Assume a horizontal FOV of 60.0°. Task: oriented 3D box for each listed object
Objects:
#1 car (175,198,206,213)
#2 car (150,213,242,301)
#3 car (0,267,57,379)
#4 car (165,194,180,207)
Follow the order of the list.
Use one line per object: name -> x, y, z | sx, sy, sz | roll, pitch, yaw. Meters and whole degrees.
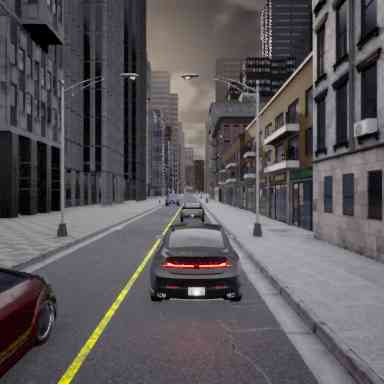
car -> 0.047, 1.509, 26.311 | 2.128, 1.511, 4.902 | 0, 0, 0
car -> 0.085, 1.507, 8.292 | 1.837, 1.490, 4.892 | 0, 0, 0
car -> -3.107, 1.564, 3.557 | 1.994, 1.385, 4.181 | 0, 0, 0
car -> -3.108, 1.273, 54.094 | 2.150, 2.045, 5.566 | 0, 0, 0
